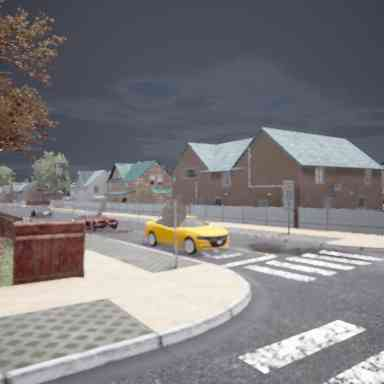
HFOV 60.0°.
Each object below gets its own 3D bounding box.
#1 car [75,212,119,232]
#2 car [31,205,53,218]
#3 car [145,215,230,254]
[{"bbox_3d":[-7.219,2.155,25.052,1.895,1.301,4.718,-1,0,-36],"label":"car"},{"bbox_3d":[-18.334,2.362,40.518,2.128,1.511,4.902,-1,0,-35],"label":"car"},{"bbox_3d":[-0.363,1.833,15.621,1.882,1.535,5.008,-1,0,-37],"label":"car"}]
